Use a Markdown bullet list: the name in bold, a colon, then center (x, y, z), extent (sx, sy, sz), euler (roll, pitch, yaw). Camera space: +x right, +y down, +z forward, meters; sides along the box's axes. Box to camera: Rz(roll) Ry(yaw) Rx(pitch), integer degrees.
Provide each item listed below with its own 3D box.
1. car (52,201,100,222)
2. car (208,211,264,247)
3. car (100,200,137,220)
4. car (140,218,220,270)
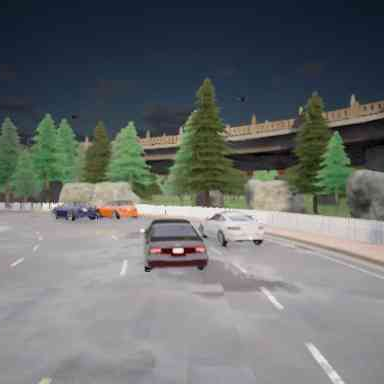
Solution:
- **car**: center (-10.292, 1.529, 28.762), extent (4.553, 1.767, 2.097), euler (0, 0, 44)
- **car**: center (1.754, 1.622, 15.620), extent (1.812, 1.442, 4.674), euler (0, 0, -15)
- **car**: center (-6.963, 1.539, 30.349), extent (2.097, 1.767, 4.553), euler (0, 0, -44)
- **car**: center (-0.741, 1.618, 11.294), extent (2.033, 1.411, 5.357), euler (0, 0, -9)
